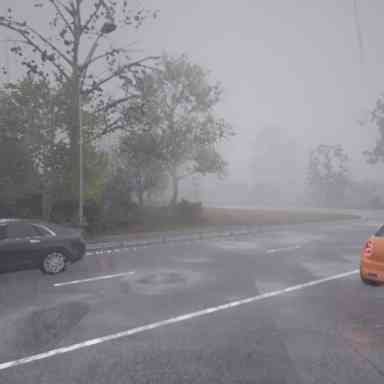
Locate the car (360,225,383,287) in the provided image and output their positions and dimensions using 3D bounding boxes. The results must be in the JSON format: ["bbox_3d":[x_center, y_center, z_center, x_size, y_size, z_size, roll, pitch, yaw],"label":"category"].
[{"bbox_3d":[6.087,1.301,7.996,4.553,1.767,2.097,0,0,-35],"label":"car"}]

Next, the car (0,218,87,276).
[{"bbox_3d":[-5.318,1.502,8.773,4.892,1.490,1.837,0,0,-35],"label":"car"}]
